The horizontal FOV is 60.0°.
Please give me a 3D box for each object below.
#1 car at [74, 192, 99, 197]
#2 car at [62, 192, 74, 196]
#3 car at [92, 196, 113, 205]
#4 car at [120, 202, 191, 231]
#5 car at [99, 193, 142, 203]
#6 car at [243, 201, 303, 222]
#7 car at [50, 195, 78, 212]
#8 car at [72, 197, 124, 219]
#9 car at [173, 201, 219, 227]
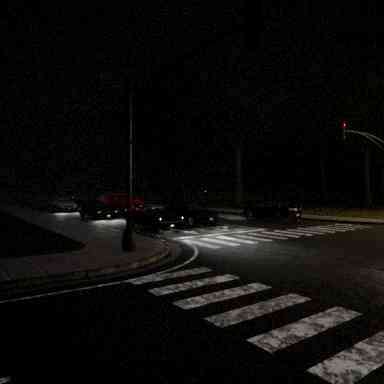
[{"bbox_3d":[-15.626,1.186,49.813,2.097,1.767,4.553,0,0,-35],"label":"car"},{"bbox_3d":[-21.443,1.038,57.730,2.150,2.045,5.566,0,0,-36],"label":"car"},{"bbox_3d":[-14.569,1.349,53.840,1.812,1.442,4.674,0,0,-36],"label":"car"},{"bbox_3d":[-2.369,1.542,20.242,1.895,1.301,4.718,0,0,-36],"label":"car"},{"bbox_3d":[-6.460,1.116,31.410,2.150,2.045,5.566,0,0,-36],"label":"car"},{"bbox_3d":[6.078,1.417,25.552,2.128,1.511,4.902,0,0,-37],"label":"car"},{"bbox_3d":[-14.076,1.400,36.377,1.812,1.442,4.674,0,0,-36],"label":"car"},{"bbox_3d":[-8.035,1.454,28.051,2.033,1.411,5.357,0,0,-36],"label":"car"},{"bbox_3d":[-0.219,1.410,22.818,1.882,1.535,5.008,0,0,-35],"label":"car"}]
